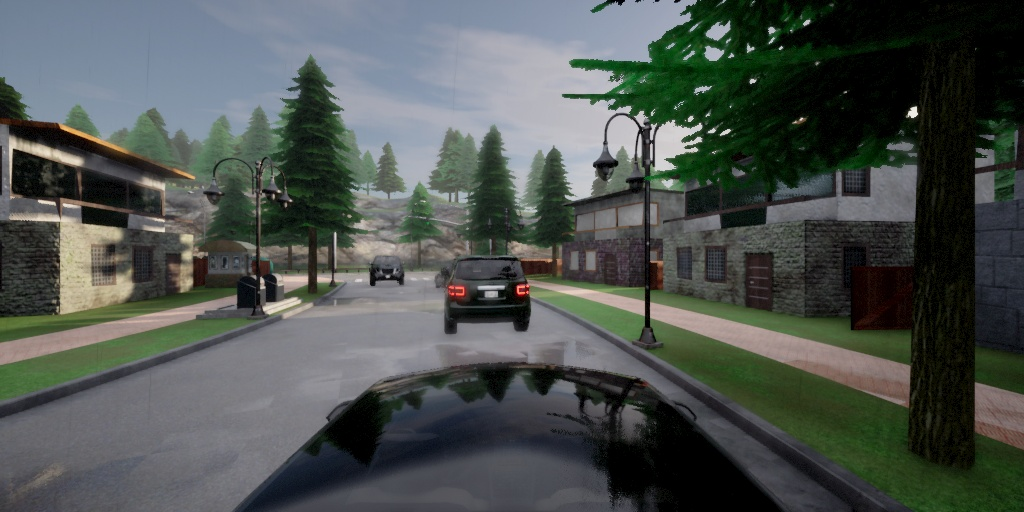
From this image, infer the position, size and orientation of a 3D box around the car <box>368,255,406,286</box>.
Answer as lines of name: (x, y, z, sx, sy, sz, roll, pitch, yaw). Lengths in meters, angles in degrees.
car: (-8.897, 0.957, 25.504, 2.150, 2.045, 5.566, 0, 0, -20)

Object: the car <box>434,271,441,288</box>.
car: (-3.324, 1.297, 21.075, 2.033, 1.411, 5.357, 0, 0, -21)

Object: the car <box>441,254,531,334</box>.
car: (-0.936, 0.971, 10.865, 2.150, 2.045, 5.566, 0, 0, -10)
